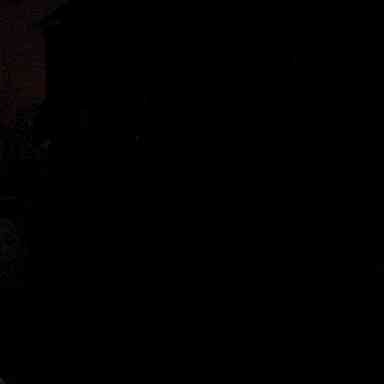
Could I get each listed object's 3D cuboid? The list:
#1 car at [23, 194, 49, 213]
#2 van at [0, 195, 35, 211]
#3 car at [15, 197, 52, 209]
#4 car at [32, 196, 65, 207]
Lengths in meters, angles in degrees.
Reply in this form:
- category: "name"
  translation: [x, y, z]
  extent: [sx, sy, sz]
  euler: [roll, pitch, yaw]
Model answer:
- category: "car"
  translation: [-15.540, 1.254, 36.793]
  extent: [5.566, 2.045, 2.435]
  euler: [-2, 1, 24]
- category: "van"
  translation: [-24.499, 1.527, 46.623]
  extent: [4.442, 1.987, 1.878]
  euler: [-2, 2, 24]
- category: "car"
  translation: [-23.468, 1.610, 49.231]
  extent: [4.892, 1.521, 2.231]
  euler: [-2, 2, 24]
- category: "car"
  translation: [-22.333, 1.494, 51.778]
  extent: [4.674, 1.452, 2.002]
  euler: [-2, 2, 24]
